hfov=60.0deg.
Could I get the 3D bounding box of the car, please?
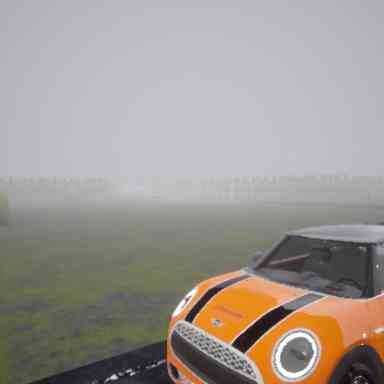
[{"bbox_3d":[1.915,1.285,4.424,4.553,1.767,2.097,-1,1,-35],"label":"car"}]
